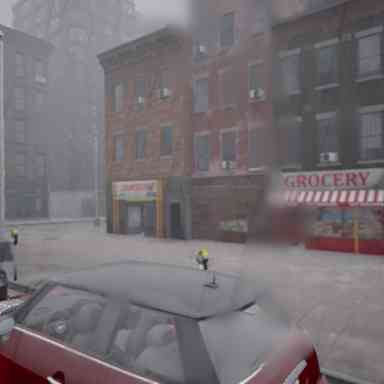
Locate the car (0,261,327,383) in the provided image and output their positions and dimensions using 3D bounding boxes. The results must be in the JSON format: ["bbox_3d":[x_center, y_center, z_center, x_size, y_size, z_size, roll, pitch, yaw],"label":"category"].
[{"bbox_3d":[-0.877,1.469,3.450,4.097,1.590,1.967,-1,-1,36],"label":"car"}]
